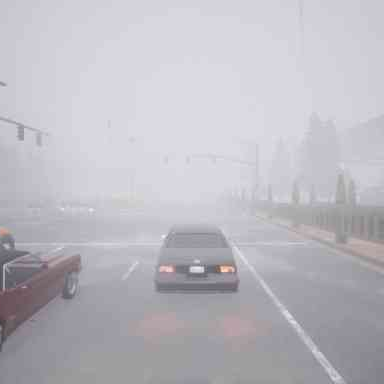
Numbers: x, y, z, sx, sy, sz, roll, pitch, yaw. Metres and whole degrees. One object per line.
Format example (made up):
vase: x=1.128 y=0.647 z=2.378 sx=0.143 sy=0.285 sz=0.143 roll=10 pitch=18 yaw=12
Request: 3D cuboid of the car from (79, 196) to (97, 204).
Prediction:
car: x=-21.054 y=1.525 z=67.609 sx=2.128 sy=1.511 sz=4.902 roll=0 pitch=0 yaw=0

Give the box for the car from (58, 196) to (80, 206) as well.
car: x=-21.117 y=1.478 z=57.269 sx=1.882 sy=1.535 sz=5.008 roll=0 pitch=0 yaw=0

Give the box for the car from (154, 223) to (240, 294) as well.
car: x=0.093 y=1.547 z=8.951 sx=2.033 sy=1.411 sz=5.357 roll=0 pitch=0 yaw=0

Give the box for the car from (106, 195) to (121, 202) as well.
car: x=-14.121 y=1.601 z=57.358 sx=1.895 sy=1.301 sz=4.718 roll=0 pitch=0 yaw=0

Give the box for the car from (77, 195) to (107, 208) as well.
car: x=-14.136 y=1.547 z=47.286 sx=2.033 sy=1.411 sz=5.357 roll=0 pitch=0 yaw=0

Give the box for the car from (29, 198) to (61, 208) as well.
car: x=-21.136 y=1.547 z=47.398 sx=2.033 sy=1.411 sz=5.357 roll=0 pitch=0 yaw=0

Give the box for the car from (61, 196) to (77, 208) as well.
car: x=-17.619 y=1.526 z=49.410 sx=1.812 sy=1.442 sz=4.674 roll=0 pitch=0 yaw=0

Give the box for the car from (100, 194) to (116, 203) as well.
car: x=-17.556 y=1.355 z=69.743 sx=2.097 sy=1.767 sz=4.553 roll=0 pitch=0 yaw=0

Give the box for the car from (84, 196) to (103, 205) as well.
car: x=-17.612 y=1.478 z=59.445 sx=1.882 sy=1.535 sz=5.008 roll=0 pitch=0 yaw=1

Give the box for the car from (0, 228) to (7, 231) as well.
car: x=-6.907 y=1.352 z=9.161 sx=2.097 sy=1.767 sz=4.553 roll=0 pitch=0 yaw=0

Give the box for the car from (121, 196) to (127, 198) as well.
car: x=-14.056 y=1.491 z=67.802 sx=2.128 sy=1.511 sz=4.902 roll=0 pitch=0 yaw=0

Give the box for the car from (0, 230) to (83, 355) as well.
car: x=-3.404 y=1.601 z=5.496 sx=1.895 sy=1.301 sz=4.718 roll=0 pitch=0 yaw=0
